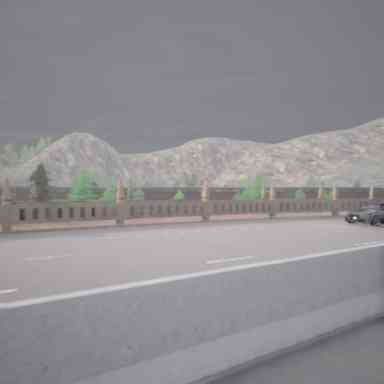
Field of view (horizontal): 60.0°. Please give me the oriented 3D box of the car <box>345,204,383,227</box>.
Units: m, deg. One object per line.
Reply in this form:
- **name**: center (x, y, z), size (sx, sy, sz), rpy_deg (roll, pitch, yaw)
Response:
- **car**: center (12.323, 1.504, 22.201), size (4.181, 1.385, 1.994), rpy_deg (0, 0, -22)
